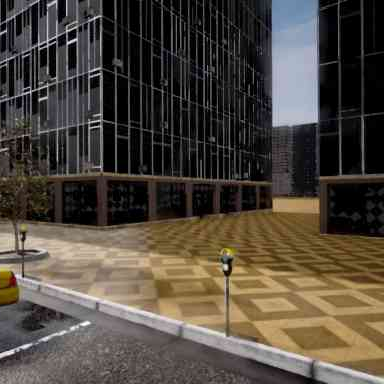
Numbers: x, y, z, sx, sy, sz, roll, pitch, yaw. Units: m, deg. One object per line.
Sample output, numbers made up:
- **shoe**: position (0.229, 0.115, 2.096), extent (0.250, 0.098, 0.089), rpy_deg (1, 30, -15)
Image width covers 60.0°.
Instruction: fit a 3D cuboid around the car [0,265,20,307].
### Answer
- **car**: position (-5.334, 1.528, 6.663), extent (4.829, 1.417, 1.752), rpy_deg (0, 0, 35)
